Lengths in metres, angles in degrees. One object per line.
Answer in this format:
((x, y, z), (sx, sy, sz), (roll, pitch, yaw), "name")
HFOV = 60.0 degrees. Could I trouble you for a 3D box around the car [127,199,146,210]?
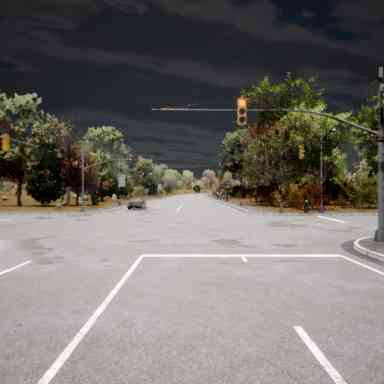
((-7.000, 1.548, 42.681), (2.033, 1.411, 5.357), (0, 0, 0), "car")
